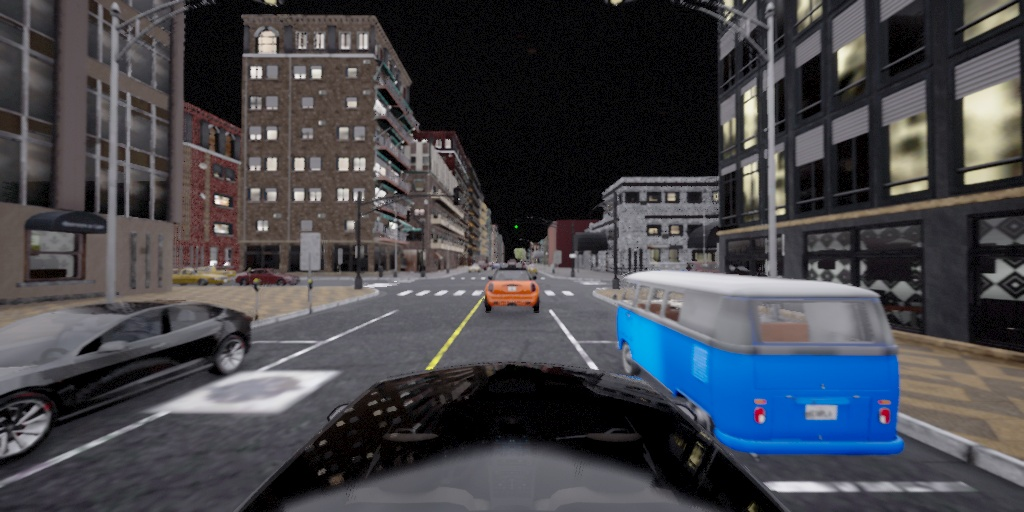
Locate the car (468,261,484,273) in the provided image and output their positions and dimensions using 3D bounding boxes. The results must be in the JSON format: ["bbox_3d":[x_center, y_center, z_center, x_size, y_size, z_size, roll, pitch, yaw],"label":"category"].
[{"bbox_3d":[-5.704,1.878,55.075,1.751,1.417,4.829,0,0,0],"label":"car"}]

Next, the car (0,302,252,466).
[{"bbox_3d":[-5.690,1.350,4.950,1.948,1.339,4.313,0,0,0],"label":"car"}]

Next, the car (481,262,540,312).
[{"bbox_3d":[0.019,1.247,15.278,2.097,1.767,4.553,0,-1,0],"label":"car"}]

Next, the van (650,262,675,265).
[{"bbox_3d":[14.889,1.515,34.192,3.998,1.789,1.690,0,0,0],"label":"van"}]

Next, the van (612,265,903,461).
[{"bbox_3d":[2.657,1.125,4.927,1.690,1.789,3.998,0,0,0],"label":"van"}]

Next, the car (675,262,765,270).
[{"bbox_3d":[14.914,1.360,25.813,5.009,1.841,2.192,0,0,0],"label":"car"}]

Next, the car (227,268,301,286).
[{"bbox_3d":[-17.473,1.535,25.728,4.207,1.307,1.802,0,0,0],"label":"car"}]

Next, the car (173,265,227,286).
[{"bbox_3d":[-22.965,1.467,25.713,4.829,1.417,1.751,0,0,0],"label":"car"}]
